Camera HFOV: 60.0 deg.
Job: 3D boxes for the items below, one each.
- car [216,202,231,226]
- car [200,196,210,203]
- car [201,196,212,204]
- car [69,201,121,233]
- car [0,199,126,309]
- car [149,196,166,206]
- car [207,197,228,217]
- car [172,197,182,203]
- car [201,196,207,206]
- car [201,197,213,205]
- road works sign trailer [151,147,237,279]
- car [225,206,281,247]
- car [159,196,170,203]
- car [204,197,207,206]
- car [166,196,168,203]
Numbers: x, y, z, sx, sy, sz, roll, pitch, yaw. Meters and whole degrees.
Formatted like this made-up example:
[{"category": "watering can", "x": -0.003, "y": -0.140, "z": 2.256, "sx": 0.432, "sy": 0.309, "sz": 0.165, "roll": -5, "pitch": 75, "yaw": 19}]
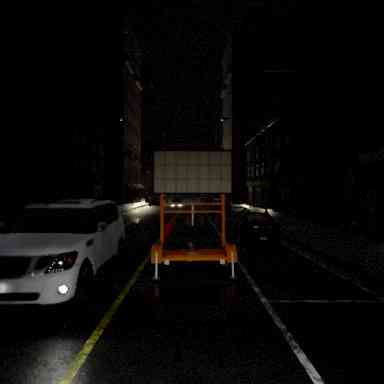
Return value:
[{"category": "car", "x": 2.734, "y": 1.545, "z": 20.438, "sx": 1.887, "sy": 1.381, "sz": 4.507, "roll": -1, "pitch": 0, "yaw": 0}, {"category": "car", "x": 2.692, "y": 1.577, "z": 69.985, "sx": 1.887, "sy": 1.381, "sz": 4.507, "roll": -1, "pitch": 0, "yaw": 0}, {"category": "car", "x": 2.697, "y": 1.572, "z": 64.479, "sx": 1.887, "sy": 1.381, "sz": 4.507, "roll": -1, "pitch": 0, "yaw": 0}, {"category": "car", "x": -5.792, "y": 1.440, "z": 20.431, "sx": 1.967, "sy": 1.590, "sz": 4.097, "roll": -1, "pitch": 0, "yaw": 0}, {"category": "car", "x": -3.107, "y": 1.219, "z": 8.207, "sx": 2.150, "sy": 2.045, "sz": 5.566, "roll": 0, "pitch": 0, "yaw": 0}, {"category": "car", "x": -5.820, "y": 1.458, "z": 53.462, "sx": 1.967, "sy": 1.590, "sz": 4.097, "roll": -1, "pitch": 0, "yaw": 0}, {"category": "car", "x": 2.723, "y": 1.445, "z": 31.449, "sx": 1.967, "sy": 1.590, "sz": 4.097, "roll": -1, "pitch": 0, "yaw": 0}, {"category": "car", "x": -3.054, "y": 1.630, "z": 66.716, "sx": 1.895, "sy": 1.301, "sz": 4.718, "roll": 0, "pitch": 0, "yaw": 0}, {"category": "car", "x": 2.706, "y": 1.584, "z": 53.469, "sx": 1.947, "sy": 1.339, "sz": 4.313, "roll": -1, "pitch": 0, "yaw": 0}, {"category": "car", "x": 2.701, "y": 1.568, "z": 58.974, "sx": 1.887, "sy": 1.381, "sz": 4.507, "roll": -1, "pitch": 0, "yaw": 0}, {"category": "road works sign trailer", "x": 0.016, "y": 0.463, "z": 10.034, "sx": 2.380, "sy": 3.560, "sz": 2.880, "roll": 0, "pitch": 0, "yaw": -3}, {"category": "car", "x": 2.739, "y": 1.550, "z": 14.933, "sx": 2.008, "sy": 1.369, "sz": 4.403, "roll": -1, "pitch": 0, "yaw": 0}, {"category": "car", "x": -5.833, "y": 1.577, "z": 69.978, "sx": 1.887, "sy": 1.381, "sz": 4.507, "roll": -1, "pitch": 0, "yaw": 0}, {"category": "car", "x": 2.720, "y": 1.552, "z": 36.954, "sx": 1.887, "sy": 1.381, "sz": 4.507, "roll": -1, "pitch": 0, "yaw": 0}, {"category": "car", "x": -5.824, "y": 1.588, "z": 58.967, "sx": 1.947, "sy": 1.339, "sz": 4.313, "roll": -1, "pitch": 0, "yaw": 0}]
